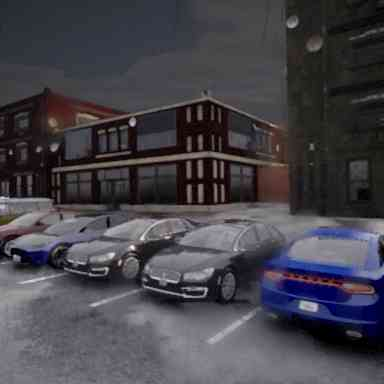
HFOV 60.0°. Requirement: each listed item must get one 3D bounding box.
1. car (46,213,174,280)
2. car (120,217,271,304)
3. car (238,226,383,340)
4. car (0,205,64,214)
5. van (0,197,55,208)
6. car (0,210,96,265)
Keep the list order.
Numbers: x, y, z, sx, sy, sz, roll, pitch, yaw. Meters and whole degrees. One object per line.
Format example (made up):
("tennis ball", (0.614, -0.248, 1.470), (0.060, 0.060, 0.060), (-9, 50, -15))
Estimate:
("car", (-1.383, 1.478, 9.965), (2.231, 1.521, 4.892), (0, 0, 36))
("car", (0.858, 1.476, 8.360), (2.231, 1.521, 4.892), (0, 0, 36))
("car", (3.092, 1.477, 6.746), (2.097, 1.535, 5.008), (0, 0, 36))
("car", (-5.864, 1.491, 13.174), (2.097, 1.535, 5.008), (0, 0, 36))
("van", (-7.943, 1.277, 14.798), (1.878, 1.987, 4.442), (0, 0, 36))
("car", (-3.645, 1.512, 11.540), (2.163, 1.488, 4.792), (0, 0, 36))
